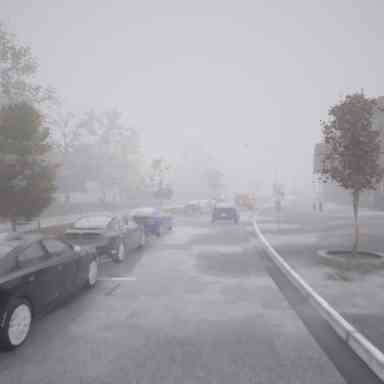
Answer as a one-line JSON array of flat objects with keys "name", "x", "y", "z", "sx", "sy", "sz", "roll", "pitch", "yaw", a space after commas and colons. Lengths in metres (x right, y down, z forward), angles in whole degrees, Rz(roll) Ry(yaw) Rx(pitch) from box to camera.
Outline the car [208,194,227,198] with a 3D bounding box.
[{"name": "car", "x": 3.422, "y": 1.287, "z": 44.942, "sx": 2.435, "sy": 2.045, "sz": 5.566, "roll": -3, "pitch": -1, "yaw": 17}]

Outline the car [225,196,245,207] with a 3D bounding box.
[{"name": "car", "x": 7.236, "y": 1.557, "z": 55.620, "sx": 1.946, "sy": 1.575, "sz": 5.366, "roll": -3, "pitch": -1, "yaw": 23}]

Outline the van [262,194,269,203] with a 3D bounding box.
[{"name": "van", "x": 14.241, "y": 1.416, "z": 70.776, "sx": 1.878, "sy": 1.987, "sz": 4.442, "roll": -3, "pitch": -1, "yaw": 27}]

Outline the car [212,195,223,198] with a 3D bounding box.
[{"name": "car", "x": 1.853, "y": 1.536, "z": 39.539, "sx": 2.231, "sy": 1.521, "sz": 4.892, "roll": -3, "pitch": -1, "yaw": 15}]

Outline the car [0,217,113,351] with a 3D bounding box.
[{"name": "car", "x": -3.360, "y": 1.514, "z": 6.336, "sx": 2.097, "sy": 1.535, "sz": 5.008, "roll": -1, "pitch": 0, "yaw": 3}]

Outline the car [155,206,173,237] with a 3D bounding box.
[{"name": "car", "x": -2.322, "y": 1.506, "z": 18.325, "sx": 2.097, "sy": 1.535, "sz": 5.008, "roll": 0, "pitch": 0, "yaw": 7}]

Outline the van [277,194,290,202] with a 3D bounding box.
[{"name": "van", "x": 22.892, "y": 1.542, "z": 85.128, "sx": 1.878, "sy": 1.987, "sz": 4.442, "roll": -3, "pitch": -1, "yaw": 33}]

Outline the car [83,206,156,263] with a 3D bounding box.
[{"name": "car", "x": -3.003, "y": 1.504, "z": 12.035, "sx": 2.231, "sy": 1.521, "sz": 4.892, "roll": 0, "pitch": 0, "yaw": 6}]

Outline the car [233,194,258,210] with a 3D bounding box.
[{"name": "car", "x": 6.611, "y": 1.233, "z": 42.166, "sx": 2.150, "sy": 2.045, "sz": 5.566, "roll": -1, "pitch": 0, "yaw": 16}]

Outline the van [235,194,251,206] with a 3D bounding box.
[{"name": "van", "x": 9.350, "y": 1.357, "z": 60.717, "sx": 1.878, "sy": 1.987, "sz": 4.442, "roll": -3, "pitch": -1, "yaw": 21}]

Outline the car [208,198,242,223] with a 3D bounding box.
[{"name": "car", "x": 2.694, "y": 1.492, "z": 25.952, "sx": 1.882, "sy": 1.535, "sz": 5.008, "roll": 0, "pitch": 0, "yaw": 10}]

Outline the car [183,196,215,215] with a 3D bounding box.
[{"name": "car", "x": 0.470, "y": 1.531, "z": 34.121, "sx": 2.231, "sy": 1.521, "sz": 4.892, "roll": -3, "pitch": -1, "yaw": 14}]

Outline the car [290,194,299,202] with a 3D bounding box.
[{"name": "car", "x": 26.075, "y": 1.561, "z": 89.617, "sx": 2.435, "sy": 2.045, "sz": 5.566, "roll": -3, "pitch": -1, "yaw": 34}]

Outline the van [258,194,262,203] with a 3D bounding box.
[{"name": "van", "x": 11.709, "y": 1.383, "z": 65.790, "sx": 1.878, "sy": 1.987, "sz": 4.442, "roll": -3, "pitch": -1, "yaw": 27}]

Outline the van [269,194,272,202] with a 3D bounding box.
[{"name": "van", "x": 16.928, "y": 1.453, "z": 75.666, "sx": 1.878, "sy": 1.987, "sz": 4.442, "roll": -3, "pitch": -1, "yaw": 28}]
